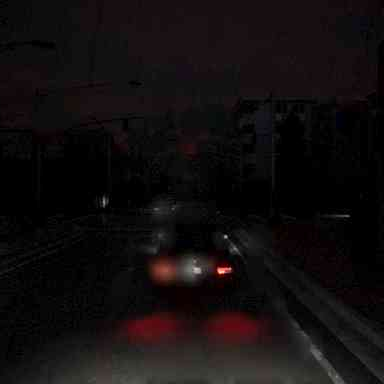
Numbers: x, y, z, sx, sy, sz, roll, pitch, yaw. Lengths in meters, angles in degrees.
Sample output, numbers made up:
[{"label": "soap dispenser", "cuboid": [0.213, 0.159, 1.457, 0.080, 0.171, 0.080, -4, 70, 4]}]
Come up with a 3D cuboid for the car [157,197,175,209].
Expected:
[{"label": "car", "cuboid": [-3.711, 1.526, 45.965, 1.812, 1.442, 4.674, 0, 0, 0]}]

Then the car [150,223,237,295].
[{"label": "car", "cuboid": [0.038, 1.547, 8.853, 2.033, 1.411, 5.357, 0, 0, 0]}]
